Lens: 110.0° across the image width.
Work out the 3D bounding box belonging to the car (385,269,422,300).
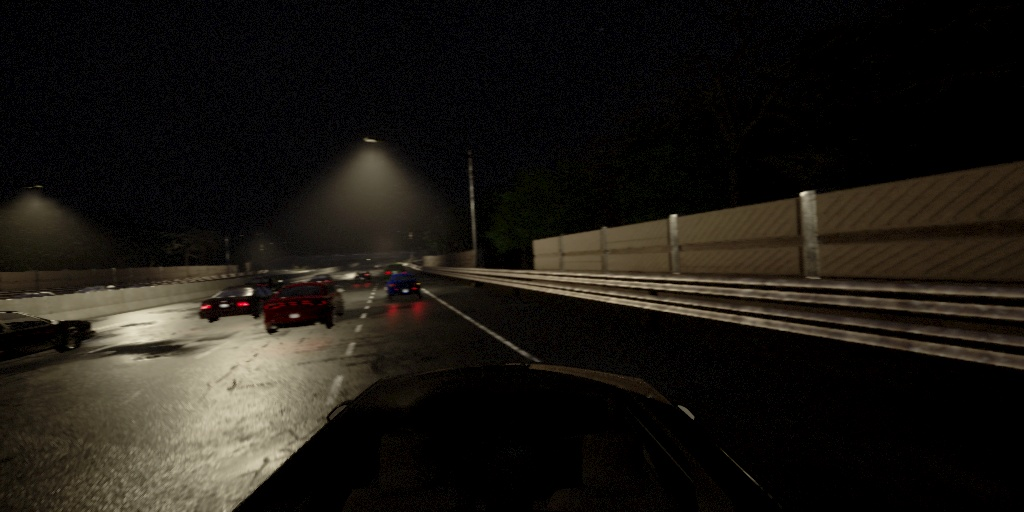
[{"bbox_3d":[-6.549,1.755,21.588,1.812,1.442,4.674,-3,0,-20],"label":"car"}]

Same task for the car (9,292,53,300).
[{"bbox_3d":[-39.015,3.661,29.030,1.895,1.301,4.718,-3,0,-19],"label":"car"}]

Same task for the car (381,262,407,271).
[{"bbox_3d":[-12.595,1.877,38.715,2.150,2.045,5.566,-3,0,-19],"label":"car"}]

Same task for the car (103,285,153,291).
[{"bbox_3d":[-32.317,3.265,31.051,1.994,1.385,4.181,-3,0,-19],"label":"car"}]

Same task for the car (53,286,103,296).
[{"bbox_3d":[-36.060,3.401,31.158,2.128,1.511,4.902,-3,0,-19],"label":"car"}]

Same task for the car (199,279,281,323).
[{"bbox_3d":[-12.153,2.058,16.456,2.033,1.411,5.357,-3,0,-20],"label":"car"}]

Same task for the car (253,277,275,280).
[{"bbox_3d":[-20.648,2.530,30.018,1.882,1.535,5.008,-3,0,-19],"label":"car"}]

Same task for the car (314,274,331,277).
[{"bbox_3d":[-19.133,2.550,36.269,2.033,1.411,5.357,-3,0,-19],"label":"car"}]

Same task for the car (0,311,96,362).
[{"bbox_3d":[-13.065,2.062,8.571,2.033,1.411,5.357,-3,0,-20],"label":"car"}]

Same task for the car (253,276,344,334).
[{"bbox_3d":[-7.356,1.704,13.075,1.882,1.535,5.008,-3,0,-20],"label":"car"}]

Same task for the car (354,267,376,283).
[{"bbox_3d":[-18.343,2.495,44.308,2.128,1.511,4.902,-3,0,-19],"label":"car"}]
